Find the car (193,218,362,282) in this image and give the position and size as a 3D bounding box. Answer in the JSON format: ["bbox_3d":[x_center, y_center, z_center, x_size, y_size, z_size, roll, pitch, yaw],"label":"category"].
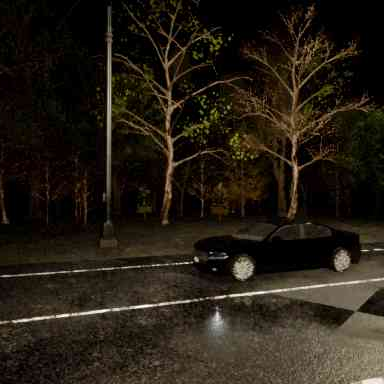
[{"bbox_3d":[2.484,1.527,9.623,5.008,1.535,1.882,0,0,-19],"label":"car"}]
